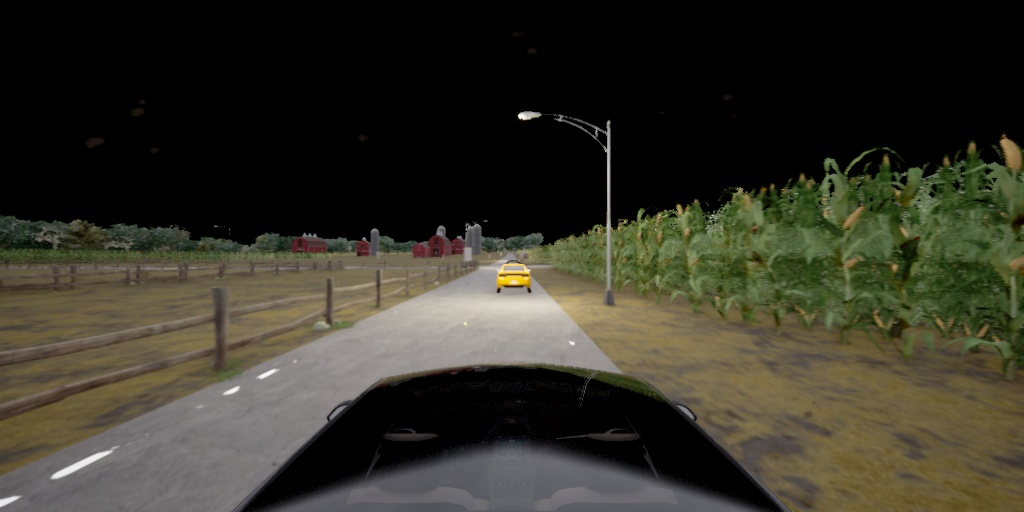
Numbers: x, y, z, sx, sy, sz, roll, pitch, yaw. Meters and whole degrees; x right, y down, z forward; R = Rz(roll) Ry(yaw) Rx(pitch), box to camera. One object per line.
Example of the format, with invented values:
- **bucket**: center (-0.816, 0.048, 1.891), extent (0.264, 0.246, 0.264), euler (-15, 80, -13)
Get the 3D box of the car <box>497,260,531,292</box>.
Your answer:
- **car**: center (0.104, 1.207, 21.239), extent (1.882, 1.535, 5.008), euler (0, 0, 0)
